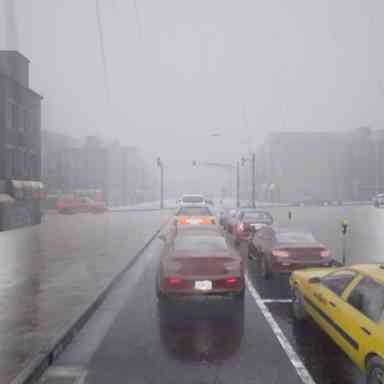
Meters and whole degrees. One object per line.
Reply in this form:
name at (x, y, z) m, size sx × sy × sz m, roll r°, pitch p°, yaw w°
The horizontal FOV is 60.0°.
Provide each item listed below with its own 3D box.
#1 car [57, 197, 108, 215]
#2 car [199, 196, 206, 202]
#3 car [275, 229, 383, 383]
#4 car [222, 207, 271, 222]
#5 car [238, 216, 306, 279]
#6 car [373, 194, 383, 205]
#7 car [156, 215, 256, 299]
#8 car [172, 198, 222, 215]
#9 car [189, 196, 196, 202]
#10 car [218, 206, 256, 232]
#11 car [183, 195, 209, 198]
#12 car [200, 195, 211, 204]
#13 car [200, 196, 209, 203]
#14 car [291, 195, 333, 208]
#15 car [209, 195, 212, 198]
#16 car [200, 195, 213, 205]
car at (-12.531, 1.621, 38.215) m, size 5.566 × 2.045 × 2.150 m, roll -2°, pitch 0°, yaw 1°
car at (2.758, 1.839, 90.602) m, size 1.752 × 1.417 × 4.829 m, roll -1°, pitch 0°, yaw 0°
car at (2.639, 1.526, 4.446) m, size 1.752 × 1.417 × 4.829 m, roll 0°, pitch 0°, yaw 0°
car at (2.654, 1.449, 15.210) m, size 1.967 × 1.590 × 4.097 m, roll 0°, pitch 0°, yaw 0°
car at (2.647, 1.585, 9.743) m, size 1.802 × 1.307 × 4.206 m, roll 0°, pitch 0°, yaw 0°
car at (25.469, 0.556, 41.177) m, size 5.566 × 2.045 × 2.150 m, roll -1°, pitch 0°, yaw 0°
car at (0.129, 1.528, 8.346) m, size 1.812 × 1.442 × 4.674 m, roll 0°, pitch 0°, yaw -2°
car at (0.110, 1.361, 16.177) m, size 2.097 × 1.767 × 4.553 m, roll 0°, pitch 0°, yaw 0°
car at (0.117, 1.760, 83.079) m, size 1.837 × 1.490 × 4.892 m, roll 0°, pitch 0°, yaw 0°
car at (2.662, 1.598, 20.676) m, size 1.802 × 1.307 × 4.206 m, roll 0°, pitch 0°, yaw 0°
car at (0.051, 1.253, 28.351) m, size 2.150 × 2.045 × 5.566 m, roll 0°, pitch 0°, yaw 0°
car at (2.725, 1.505, 68.825) m, size 2.192 × 1.841 × 5.009 m, roll -1°, pitch 0°, yaw 0°
car at (2.734, 1.658, 74.226) m, size 1.967 × 1.590 × 4.097 m, roll -1°, pitch 0°, yaw 0°
car at (14.792, 1.115, 41.170) m, size 4.892 × 1.490 × 1.837 m, roll -2°, pitch 0°, yaw 0°
car at (2.711, 1.577, 58.019) m, size 1.967 × 1.590 × 4.097 m, roll -1°, pitch 0°, yaw 0°
car at (2.718, 1.478, 63.422) m, size 2.192 × 1.841 × 5.009 m, roll -1°, pitch 0°, yaw 0°
